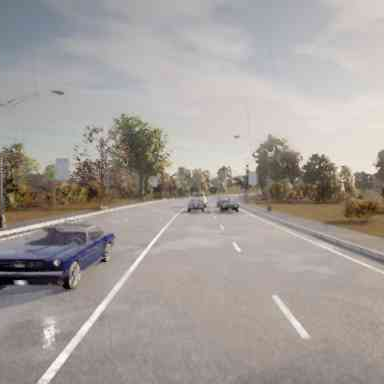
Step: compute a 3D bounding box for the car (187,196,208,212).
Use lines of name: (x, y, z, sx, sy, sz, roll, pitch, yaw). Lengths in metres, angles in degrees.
car: (0.466, 1.431, 36.175, 2.033, 1.411, 5.357, 0, 0, 2)

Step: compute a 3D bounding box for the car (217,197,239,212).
car: (3.973, 1.485, 36.241, 1.895, 1.301, 4.718, 0, 0, 2)

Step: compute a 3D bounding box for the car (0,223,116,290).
car: (-3.545, 1.571, 9.123, 1.895, 1.301, 4.718, 0, 0, 1)

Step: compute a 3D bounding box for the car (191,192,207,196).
car: (0.983, 1.072, 47.325, 2.150, 2.045, 5.566, 0, 0, 4)
